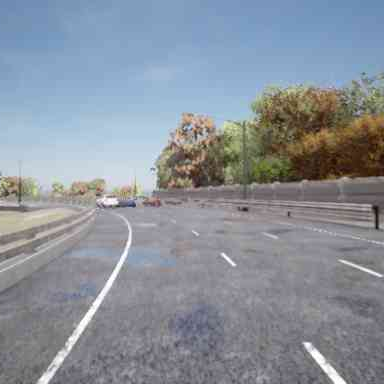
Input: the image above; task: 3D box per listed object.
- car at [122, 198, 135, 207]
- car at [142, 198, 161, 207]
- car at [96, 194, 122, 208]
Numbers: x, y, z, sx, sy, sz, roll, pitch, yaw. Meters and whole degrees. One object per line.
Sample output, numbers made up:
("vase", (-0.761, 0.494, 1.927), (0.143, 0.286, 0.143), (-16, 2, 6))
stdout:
("car", (-10.650, 1.706, 53.695), (1.994, 1.385, 4.181), (-1, 0, -29))
("car", (-6.545, 1.620, 53.490), (1.812, 1.442, 4.674), (0, 0, -28))
("car", (-13.032, 1.391, 50.950), (2.150, 2.045, 5.566), (0, 0, -29))
